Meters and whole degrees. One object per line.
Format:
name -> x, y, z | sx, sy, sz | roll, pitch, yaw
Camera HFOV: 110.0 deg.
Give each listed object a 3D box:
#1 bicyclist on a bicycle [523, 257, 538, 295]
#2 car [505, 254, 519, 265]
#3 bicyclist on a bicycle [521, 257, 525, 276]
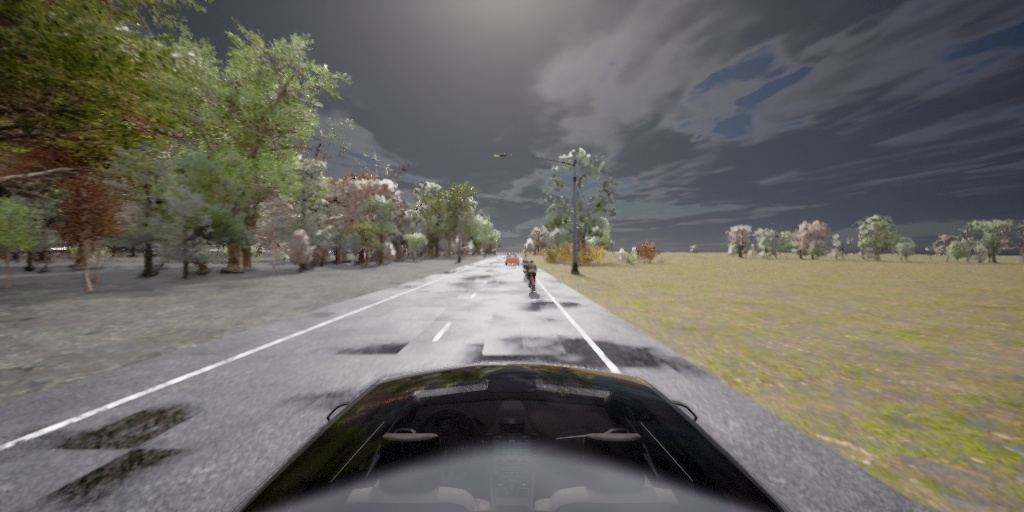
bicyclist on a bicycle -> 0.959, 1.012, 17.104 | 0.582, 1.620, 1.656 | 0, 0, 0
car -> 0.061, 0.431, 55.784 | 2.097, 1.767, 4.553 | 0, 1, 0
bicyclist on a bicycle -> 0.958, 0.901, 26.050 | 0.582, 1.620, 1.656 | 0, 0, 0
